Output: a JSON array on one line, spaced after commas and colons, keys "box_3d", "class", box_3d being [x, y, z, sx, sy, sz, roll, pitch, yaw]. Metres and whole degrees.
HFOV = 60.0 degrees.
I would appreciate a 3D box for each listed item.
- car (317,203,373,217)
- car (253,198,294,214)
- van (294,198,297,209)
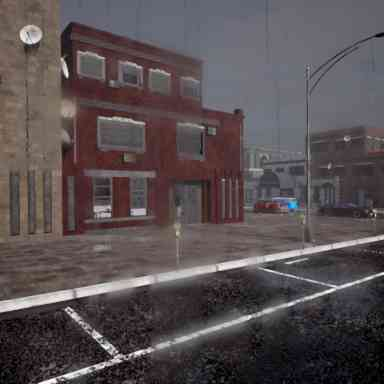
[{"box_3d": [15.687, 1.793, 34.170, 2.033, 1.411, 5.357, -1, 0, -37], "class": "car"}, {"box_3d": [9.900, 1.732, 41.659, 2.097, 1.767, 4.553, -1, 0, -38], "class": "car"}, {"box_3d": [12.883, 1.704, 47.246, 1.690, 1.788, 3.998, -2, 0, -38], "class": "van"}]
